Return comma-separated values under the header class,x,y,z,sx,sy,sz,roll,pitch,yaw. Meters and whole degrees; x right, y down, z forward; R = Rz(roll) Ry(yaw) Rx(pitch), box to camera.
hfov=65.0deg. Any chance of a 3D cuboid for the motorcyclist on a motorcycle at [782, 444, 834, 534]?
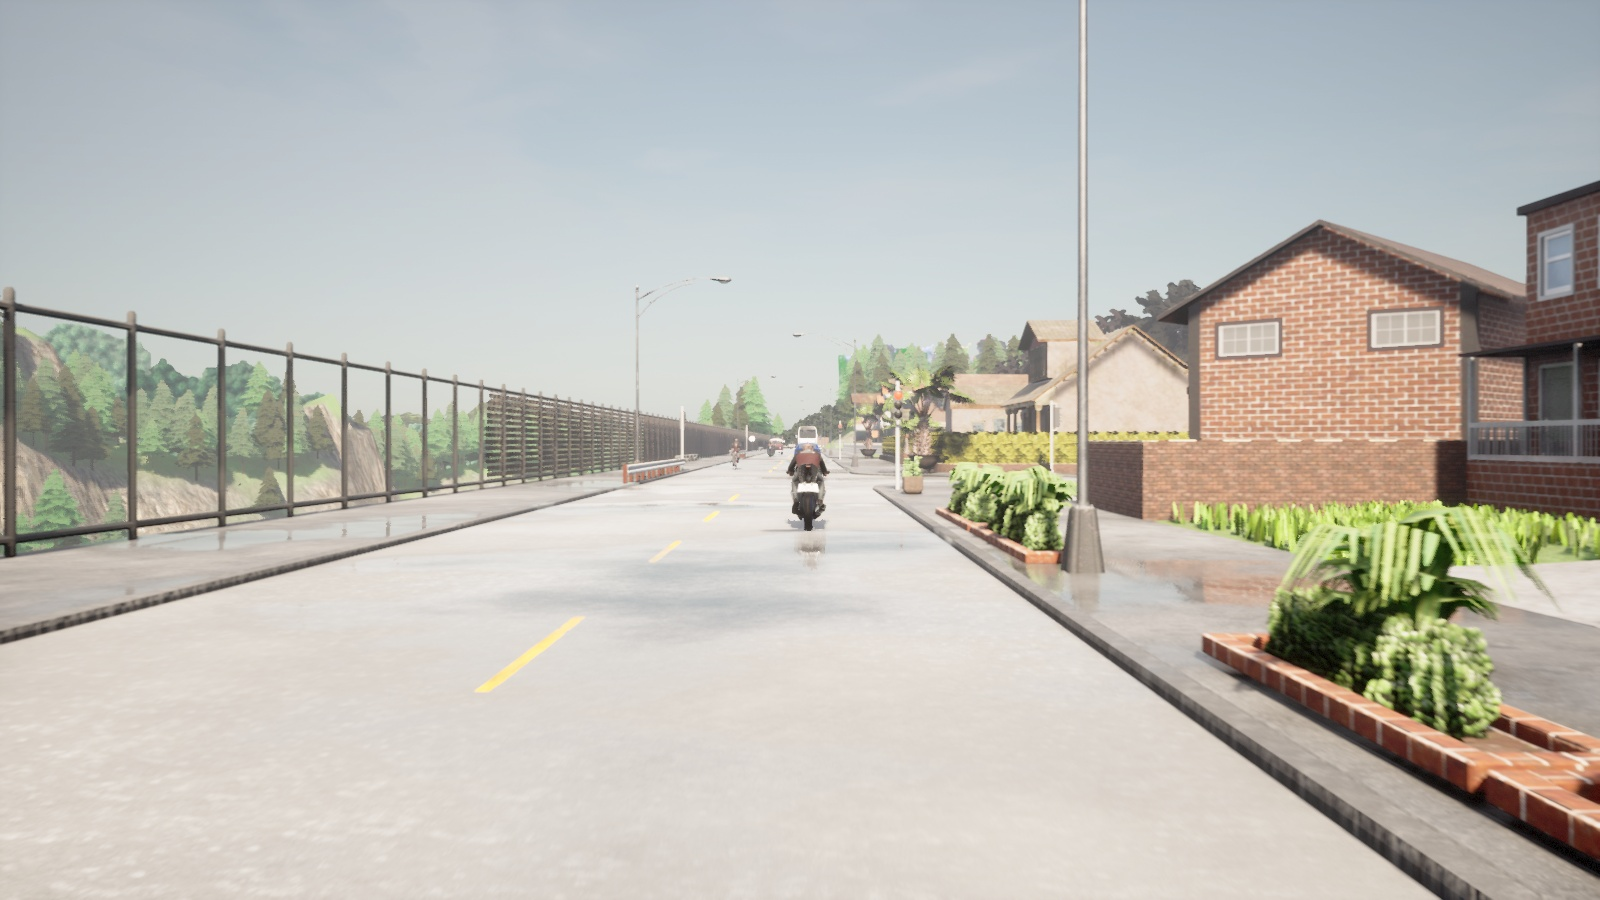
class,x,y,z,sx,sy,sz,roll,pitch,yaw
motorcyclist on a motorcycle,0.142,0.656,22.342,0.866,1.530,2.191,0,0,0
